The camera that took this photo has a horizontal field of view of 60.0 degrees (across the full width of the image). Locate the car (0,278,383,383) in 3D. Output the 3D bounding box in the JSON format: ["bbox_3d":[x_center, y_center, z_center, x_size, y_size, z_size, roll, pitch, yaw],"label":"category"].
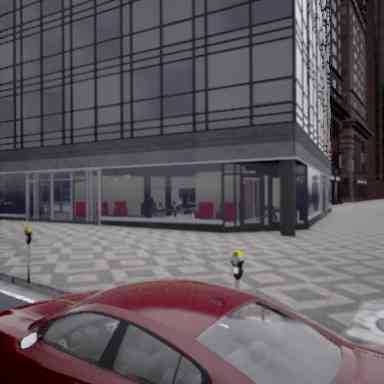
[{"bbox_3d":[-0.401,1.544,3.141,4.507,1.381,1.887,0,-1,36],"label":"car"}]
